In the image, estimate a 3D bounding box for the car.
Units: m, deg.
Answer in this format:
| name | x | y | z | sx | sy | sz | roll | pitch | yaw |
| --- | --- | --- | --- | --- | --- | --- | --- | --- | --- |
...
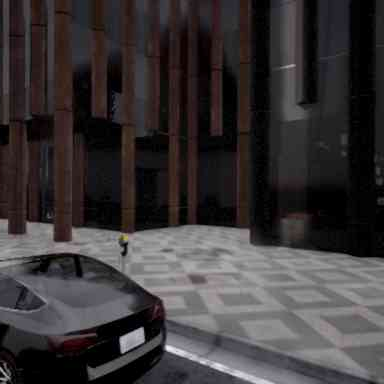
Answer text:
| name | x | y | z | sx | sy | sz | roll | pitch | yaw |
| --- | --- | --- | --- | --- | --- | --- | --- | --- | --- |
| car | -2.300 | 1.528 | 4.609 | 4.313 | 1.339 | 1.947 | 1 | 0 | 36 |
